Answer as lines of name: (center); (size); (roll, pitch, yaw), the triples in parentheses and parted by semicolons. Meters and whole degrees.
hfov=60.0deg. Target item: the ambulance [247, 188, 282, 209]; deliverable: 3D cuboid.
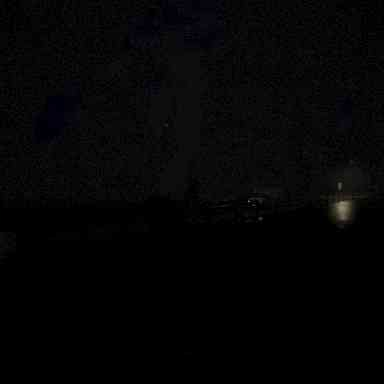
ambulance: (9.071, 0.795, 41.464); (2.351, 2.431, 6.366); (2, 2, 35)
